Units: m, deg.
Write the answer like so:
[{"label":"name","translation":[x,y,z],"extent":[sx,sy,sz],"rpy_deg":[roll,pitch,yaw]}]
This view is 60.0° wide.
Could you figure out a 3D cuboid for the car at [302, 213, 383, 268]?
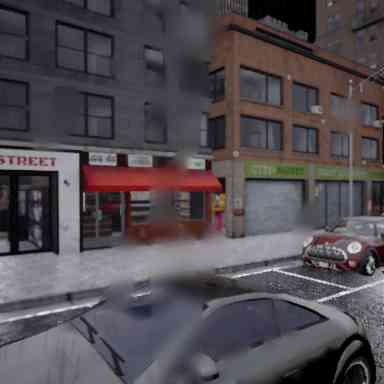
[{"label":"car","translation":[5.276,1.515,10.421],"extent":[4.097,1.590,1.967],"rpy_deg":[1,-1,-35]}]

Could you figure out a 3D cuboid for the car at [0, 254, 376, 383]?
[{"label":"car","translation":[-0.095,1.576,3.185],"extent":[4.181,1.385,1.994],"rpy_deg":[0,0,-35]}]
